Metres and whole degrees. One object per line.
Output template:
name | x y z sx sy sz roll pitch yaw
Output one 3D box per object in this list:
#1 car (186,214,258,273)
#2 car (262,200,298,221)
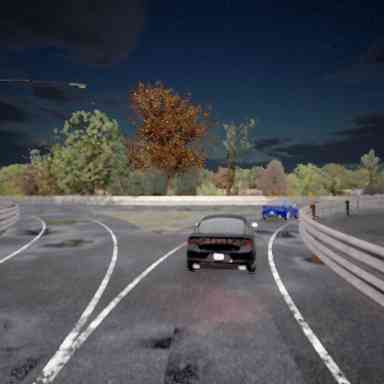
car | 1.068 1.429 10.683 1.882 1.535 5.008 0 0 10
car | 7.082 1.359 26.452 1.882 1.535 5.008 0 0 30
